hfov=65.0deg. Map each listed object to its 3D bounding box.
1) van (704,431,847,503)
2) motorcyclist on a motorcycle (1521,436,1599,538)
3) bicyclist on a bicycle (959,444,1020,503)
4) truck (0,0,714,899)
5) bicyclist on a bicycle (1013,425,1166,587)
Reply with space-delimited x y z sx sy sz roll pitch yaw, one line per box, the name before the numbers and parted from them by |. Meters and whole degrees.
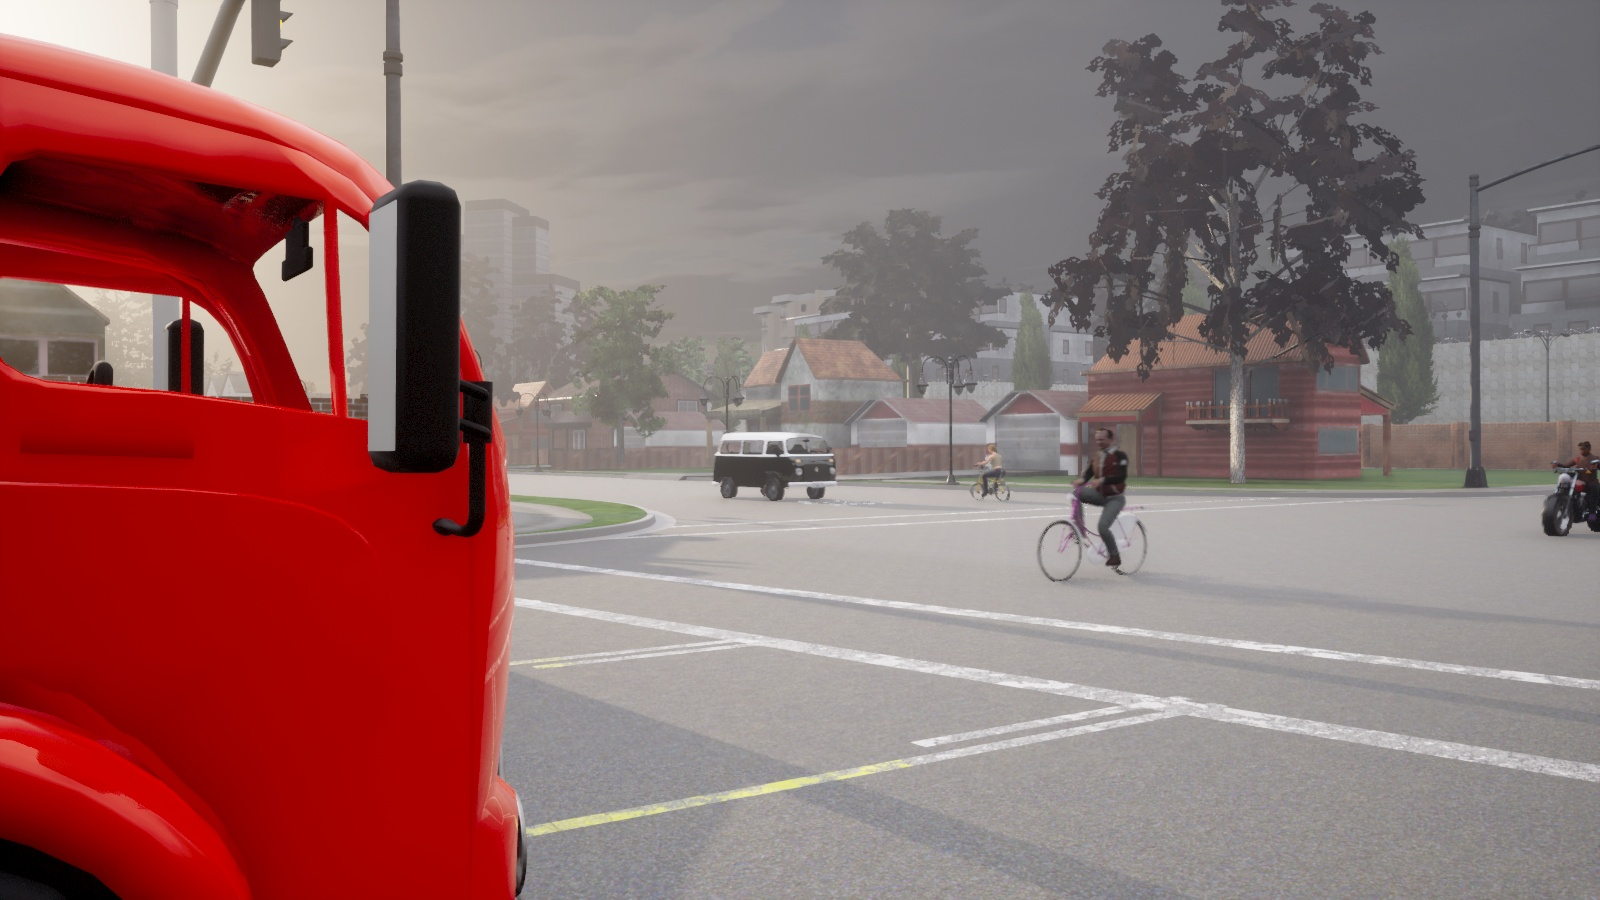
van | -0.805 0.469 37.793 2.069 2.038 4.480 -1 0 -36
motorcyclist on a motorcycle | 13.285 0.592 21.433 2.350 1.649 0.766 -1 0 -35
bicyclist on a bicycle | 5.331 0.636 35.423 0.866 1.612 1.509 -1 0 -37
truck | -3.027 0.263 1.582 5.204 2.467 2.627 0 0 -34
bicyclist on a bicycle | 3.365 0.611 14.529 1.843 1.776 0.659 0 0 -35
